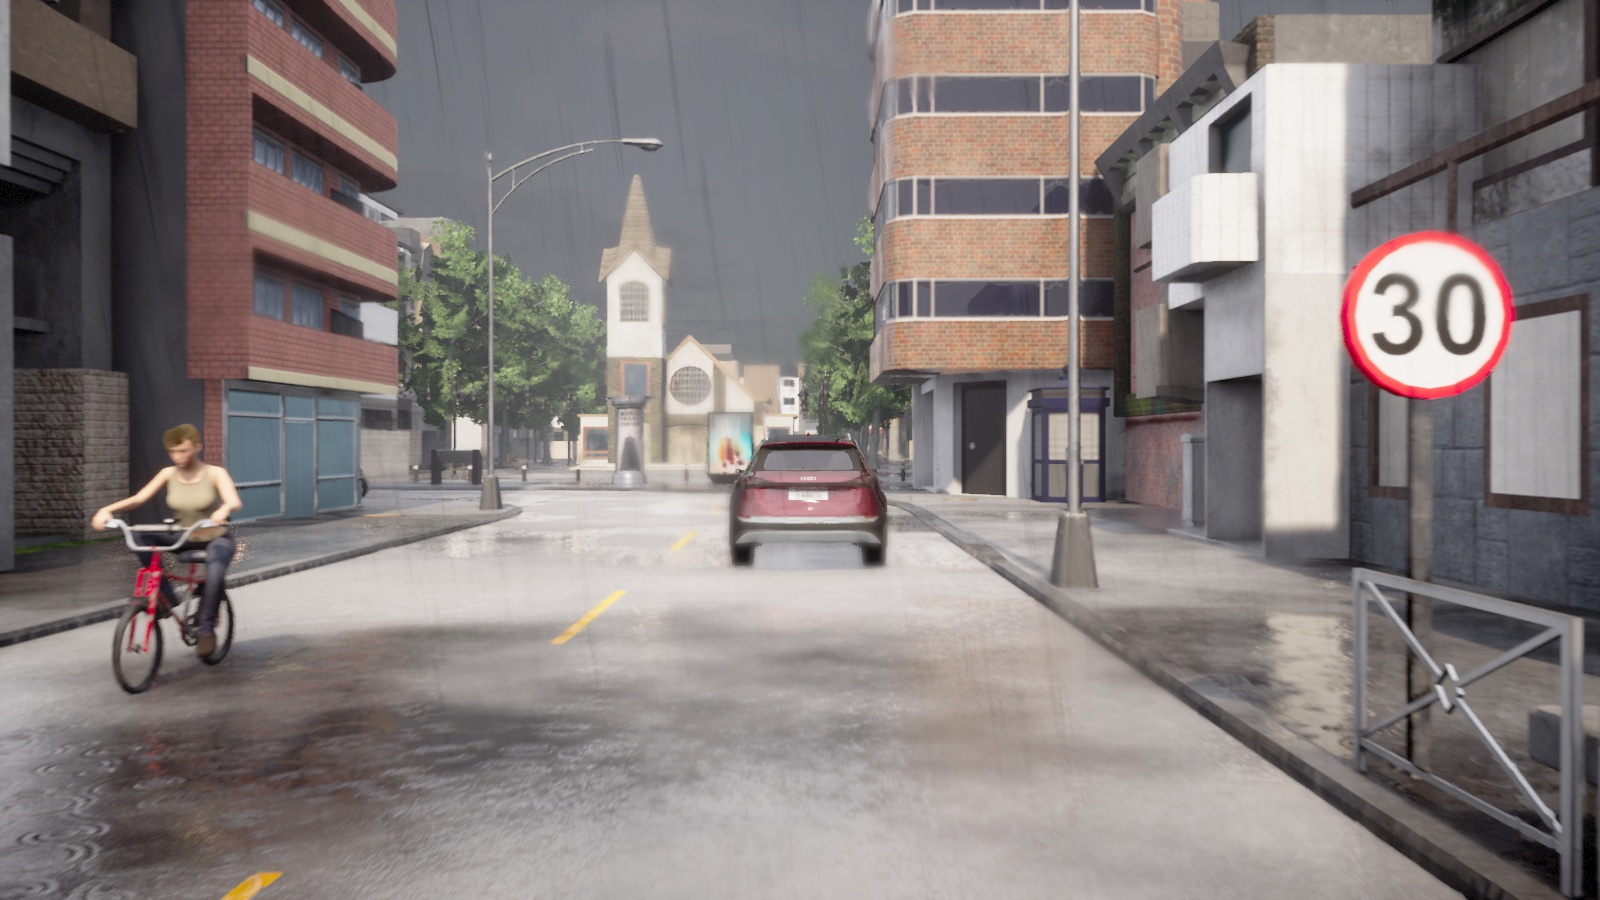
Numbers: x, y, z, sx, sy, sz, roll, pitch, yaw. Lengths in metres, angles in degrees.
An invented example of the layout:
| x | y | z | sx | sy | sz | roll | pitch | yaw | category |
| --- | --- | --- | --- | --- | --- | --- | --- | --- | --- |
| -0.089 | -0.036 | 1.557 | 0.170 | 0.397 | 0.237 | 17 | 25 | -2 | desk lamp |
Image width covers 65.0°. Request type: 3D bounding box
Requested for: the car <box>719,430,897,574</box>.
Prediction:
| x | y | z | sx | sy | sz | roll | pitch | yaw | category |
| --- | --- | --- | --- | --- | --- | --- | --- | --- | --- |
| 0.108 | 0.582 | 16.779 | 2.033 | 1.649 | 4.856 | 0 | 0 | 0 | car |

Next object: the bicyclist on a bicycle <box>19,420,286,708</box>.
| x | y | z | sx | sy | sz | roll | pitch | yaw | category |
| --- | --- | --- | --- | --- | --- | --- | --- | --- | --- |
| -3.942 | 0.636 | 7.800 | 0.866 | 1.612 | 1.509 | 0 | 0 | 0 | bicyclist on a bicycle |
